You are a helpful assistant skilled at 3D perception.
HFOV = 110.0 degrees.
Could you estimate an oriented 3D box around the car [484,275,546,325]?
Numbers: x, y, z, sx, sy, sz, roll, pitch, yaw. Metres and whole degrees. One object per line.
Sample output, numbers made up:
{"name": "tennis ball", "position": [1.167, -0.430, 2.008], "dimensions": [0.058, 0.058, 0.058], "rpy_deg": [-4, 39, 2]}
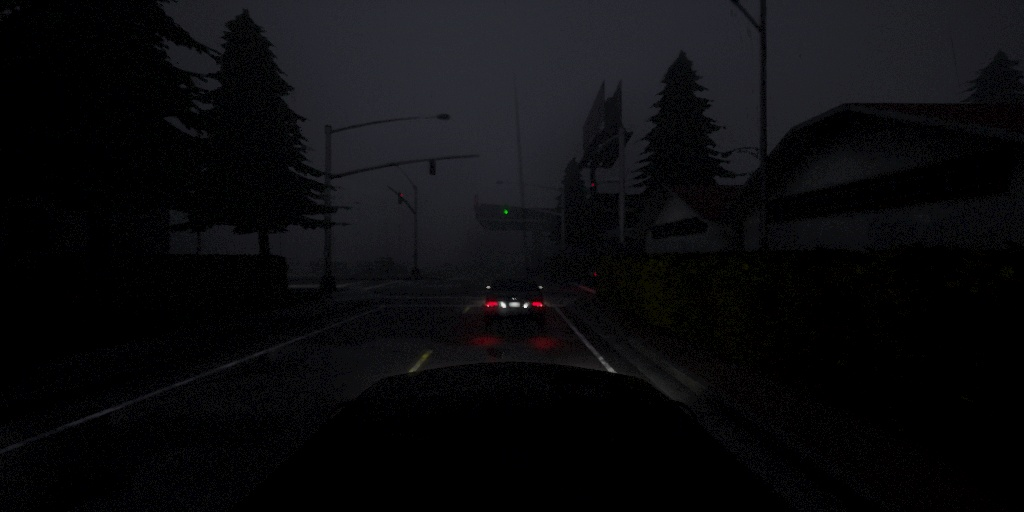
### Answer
{"name": "car", "position": [0.085, 1.356, 12.066], "dimensions": [2.033, 1.411, 5.357], "rpy_deg": [0, 0, 0]}

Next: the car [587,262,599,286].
{"name": "car", "position": [7.118, 1.064, 22.589], "dimensions": [4.553, 1.767, 2.097], "rpy_deg": [-1, 0, 0]}
